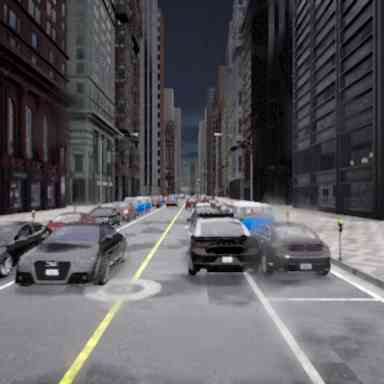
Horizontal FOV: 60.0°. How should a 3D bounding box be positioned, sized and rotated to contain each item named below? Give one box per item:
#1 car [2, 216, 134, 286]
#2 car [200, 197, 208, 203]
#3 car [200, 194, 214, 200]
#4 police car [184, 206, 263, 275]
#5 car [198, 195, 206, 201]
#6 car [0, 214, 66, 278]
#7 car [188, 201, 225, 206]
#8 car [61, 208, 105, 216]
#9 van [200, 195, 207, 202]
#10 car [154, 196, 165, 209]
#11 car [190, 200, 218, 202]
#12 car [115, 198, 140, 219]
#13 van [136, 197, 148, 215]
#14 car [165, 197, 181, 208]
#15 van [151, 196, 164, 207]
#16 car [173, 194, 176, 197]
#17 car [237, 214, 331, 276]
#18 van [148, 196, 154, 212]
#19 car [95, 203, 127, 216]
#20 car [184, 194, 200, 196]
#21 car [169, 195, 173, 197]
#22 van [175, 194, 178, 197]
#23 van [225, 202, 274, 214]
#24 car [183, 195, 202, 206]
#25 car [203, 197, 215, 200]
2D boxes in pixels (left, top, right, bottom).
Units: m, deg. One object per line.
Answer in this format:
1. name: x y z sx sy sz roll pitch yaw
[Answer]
1. car: -3.095 1.591 9.351 1.994 1.385 4.181 0 0 0
2. car: 2.798 1.813 78.057 1.752 1.417 4.829 0 0 0
3. car: 2.787 1.506 55.342 2.192 1.841 5.009 0 0 0
4. police car: 0.782 1.458 10.722 1.930 1.638 5.238 0 0 -2
5. car: 2.806 1.804 94.796 1.967 1.590 4.097 0 0 0
6. car: -5.759 1.595 10.239 1.947 1.339 4.313 0 0 0
7. car: 0.848 1.568 20.638 1.837 1.490 4.892 0 0 0
8. car: -5.756 1.629 15.876 1.802 1.307 4.206 0 0 0
9. van: 2.800 1.653 83.523 1.690 1.788 3.998 0 0 0
10. car: -5.741 1.483 49.695 2.192 1.841 5.009 0 0 0
11. car: 0.913 1.609 26.638 1.812 1.442 4.674 0 0 0
12. car: -5.751 1.525 27.150 1.967 1.590 4.097 0 0 0
13. van: -5.749 1.446 32.786 1.690 1.788 3.998 0 0 0
14. car: -3.064 1.775 51.356 1.895 1.301 4.718 0 0 0
15. van: -5.738 1.531 55.331 1.690 1.788 3.998 0 0 0
16. car: -5.724 1.877 83.514 1.947 1.339 4.313 0 0 0
17. car: 2.766 1.581 10.252 2.008 1.369 4.403 0 0 0
18. van: -5.746 1.466 38.423 1.690 1.788 3.998 0 0 0
19. car: -5.754 1.631 21.512 1.947 1.339 4.313 0 0 0
20. car: 0.030 1.568 61.684 2.097 1.767 4.553 0 0 0
21. car: -5.729 1.806 72.241 1.887 1.381 4.507 0 0 0
22. van: -5.719 1.704 94.789 1.690 1.788 3.998 0 0 0
23. van: 2.768 1.389 15.889 1.690 1.788 3.998 0 0 0
24. car: 0.031 1.638 47.664 1.882 1.535 5.008 0 0 0
25. car: 2.782 1.692 44.069 1.887 1.381 4.507 0 0 0
